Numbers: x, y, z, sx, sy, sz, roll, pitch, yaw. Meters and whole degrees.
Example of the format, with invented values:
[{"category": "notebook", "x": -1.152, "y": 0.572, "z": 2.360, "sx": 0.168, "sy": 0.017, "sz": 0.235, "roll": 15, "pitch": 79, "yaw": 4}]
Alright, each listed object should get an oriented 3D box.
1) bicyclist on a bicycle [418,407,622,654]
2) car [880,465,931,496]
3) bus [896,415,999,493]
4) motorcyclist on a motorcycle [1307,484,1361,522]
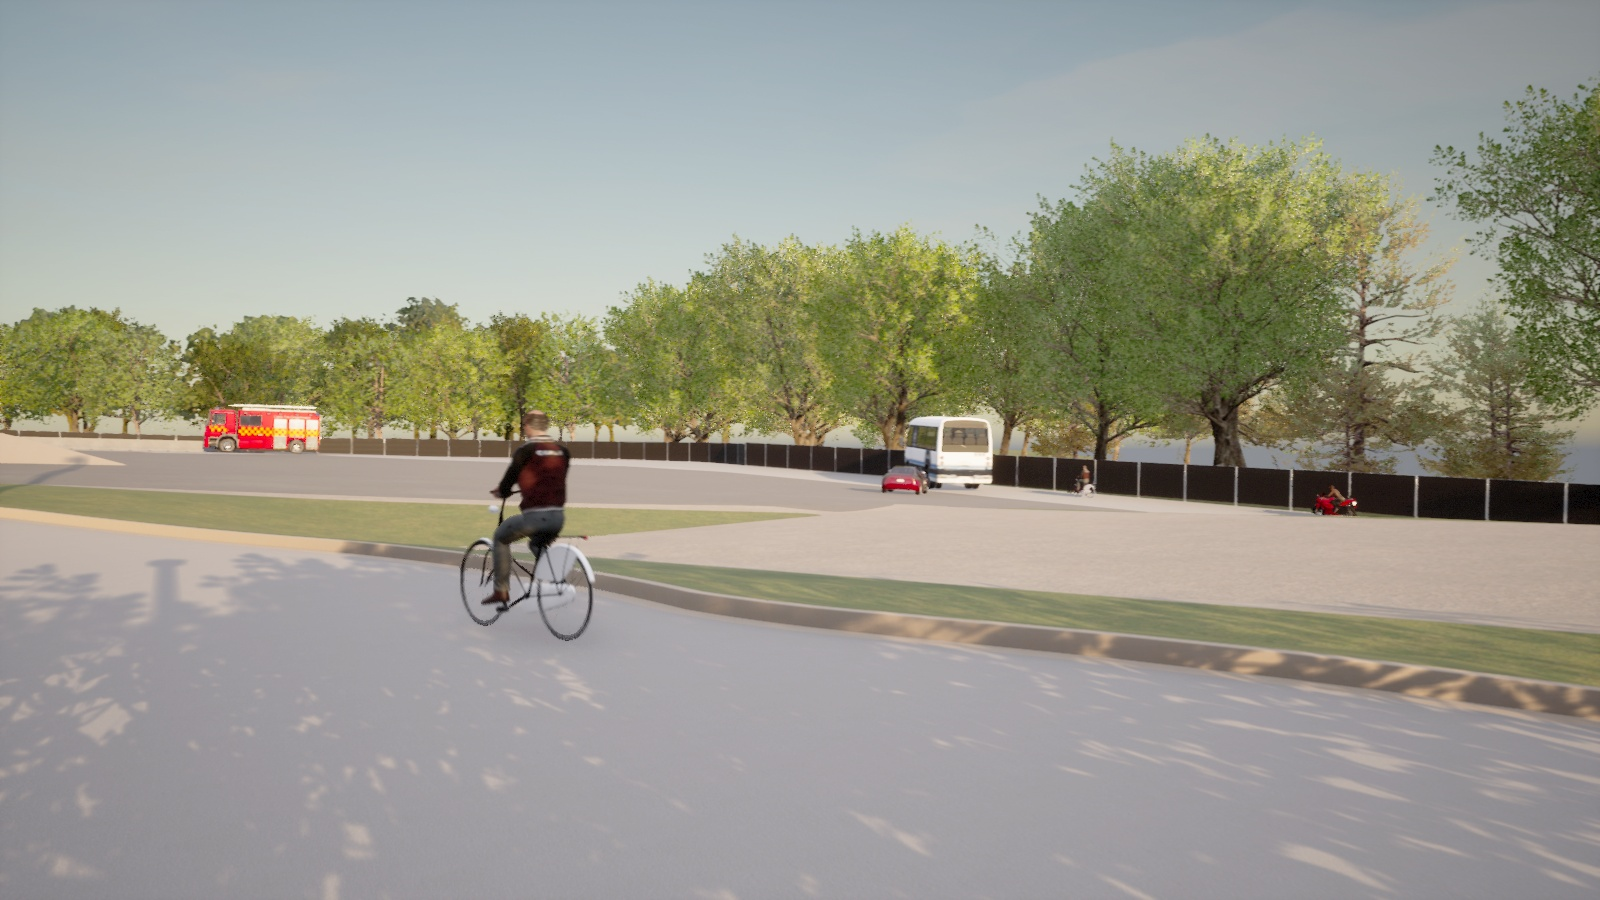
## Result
[{"category": "bicyclist on a bicycle", "x": -2.239, "y": 0.570, "z": 9.910, "sx": 1.843, "sy": 1.776, "sz": 0.659, "roll": 1, "pitch": 0, "yaw": 44}, {"category": "car", "x": 5.293, "y": 1.483, "z": 62.617, "sx": 1.994, "sy": 1.385, "sz": 4.181, "roll": 3, "pitch": 0, "yaw": 12}, {"category": "bus", "x": 8.818, "y": 0.108, "z": 76.685, "sx": 3.944, "sy": 4.253, "sz": 10.273, "roll": 1, "pitch": 2, "yaw": -6}, {"category": "motorcyclist on a motorcycle", "x": 23.808, "y": 2.362, "z": 56.045, "sx": 0.797, "sy": 1.523, "sz": 2.044, "roll": 0, "pitch": 2, "yaw": -38}]
